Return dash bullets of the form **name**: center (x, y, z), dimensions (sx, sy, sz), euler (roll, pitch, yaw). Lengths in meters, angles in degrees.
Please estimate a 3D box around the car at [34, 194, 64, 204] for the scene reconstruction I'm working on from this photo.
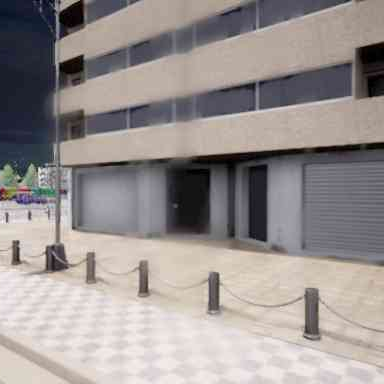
- **car**: center (-27.057, 1.315, 62.992), dimensions (1.970, 1.475, 3.806), euler (0, 0, 35)

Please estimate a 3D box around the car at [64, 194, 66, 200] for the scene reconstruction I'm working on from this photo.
- **car**: center (-33.199, 1.269, 88.664), dimensions (1.970, 1.475, 3.806), euler (0, 0, 35)

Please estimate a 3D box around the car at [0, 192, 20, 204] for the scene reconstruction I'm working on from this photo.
- **car**: center (-40.918, 1.034, 72.656), dimensions (1.932, 1.855, 4.605), euler (0, 0, 35)
